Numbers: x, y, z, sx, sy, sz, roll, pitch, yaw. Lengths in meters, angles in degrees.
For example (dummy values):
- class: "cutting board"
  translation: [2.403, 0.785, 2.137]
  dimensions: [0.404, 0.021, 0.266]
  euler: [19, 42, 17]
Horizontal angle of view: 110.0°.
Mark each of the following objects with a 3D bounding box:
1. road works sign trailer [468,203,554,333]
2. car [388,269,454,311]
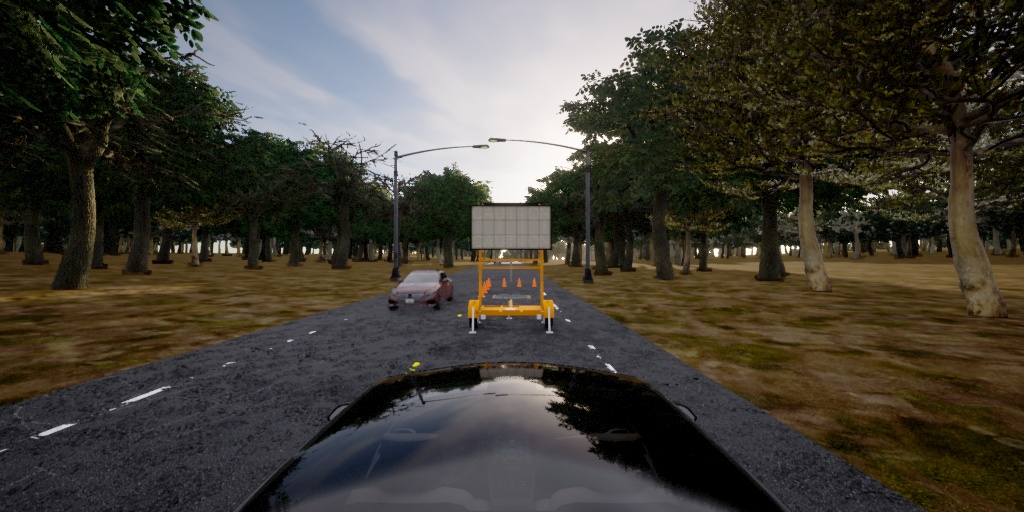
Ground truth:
- class: "road works sign trailer"
  translation: [-0.026, 0.223, 10.711]
  dimensions: [2.380, 3.560, 2.880]
  euler: [0, 0, 0]
- class: "car"
  translation: [-3.516, 1.289, 14.654]
  dimensions: [1.812, 1.442, 4.674]
  euler: [0, 0, 0]
